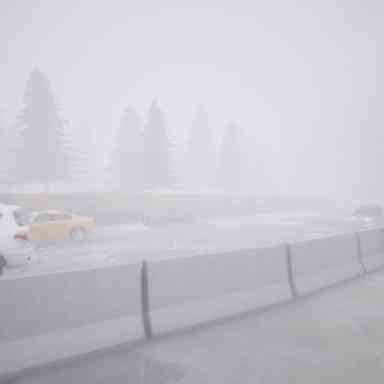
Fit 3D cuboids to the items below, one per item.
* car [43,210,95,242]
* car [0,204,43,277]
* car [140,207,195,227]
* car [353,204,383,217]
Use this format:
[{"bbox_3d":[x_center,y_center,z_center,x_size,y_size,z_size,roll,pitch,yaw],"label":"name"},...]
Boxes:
[{"bbox_3d":[-7.271,1.671,16.108,5.008,1.535,1.882,0,-1,-37],"label":"car"},{"bbox_3d":[-6.789,1.335,7.809,5.566,2.045,2.150,0,-1,-35],"label":"car"},{"bbox_3d":[-1.770,1.808,24.975,4.181,1.385,1.994,0,-1,-41],"label":"car"},{"bbox_3d":[18.503,1.890,34.947,1.895,1.301,4.718,-1,-1,41],"label":"car"}]
